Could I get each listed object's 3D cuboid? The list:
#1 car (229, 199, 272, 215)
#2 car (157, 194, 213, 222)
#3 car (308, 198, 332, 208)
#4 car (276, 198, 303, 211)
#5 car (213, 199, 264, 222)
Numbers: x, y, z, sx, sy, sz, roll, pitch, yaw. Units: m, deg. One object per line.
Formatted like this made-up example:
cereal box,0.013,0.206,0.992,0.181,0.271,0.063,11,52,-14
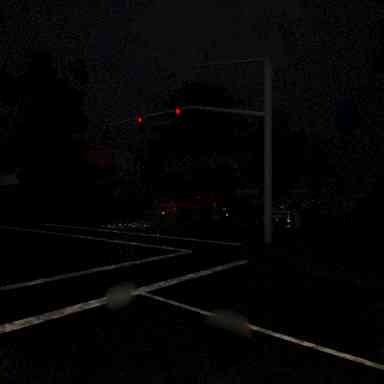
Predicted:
car,6.165,1.491,34.491,2.128,1.511,4.902,0,0,41
car,-0.342,1.221,27.004,2.150,2.045,5.566,0,0,41
car,18.891,1.601,49.123,1.895,1.301,4.718,0,0,41
car,12.262,1.526,41.513,1.812,1.442,4.674,0,0,41
car,4.213,1.491,26.633,2.128,1.511,4.902,0,0,41
